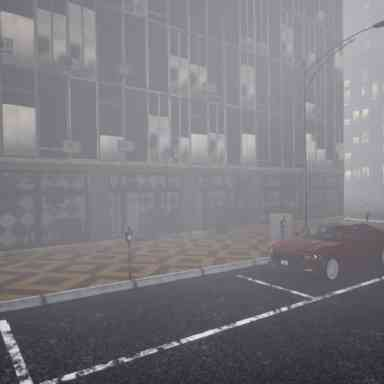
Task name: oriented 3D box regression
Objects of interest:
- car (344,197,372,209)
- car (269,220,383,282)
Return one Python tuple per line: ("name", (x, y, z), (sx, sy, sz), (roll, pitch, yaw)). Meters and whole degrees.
("car", (18.698, 1.273, 39.609), (1.752, 1.417, 4.829), (-1, 1, -35))
("car", (4.164, 1.542, 9.725), (4.507, 1.381, 1.887), (0, -1, -36))
